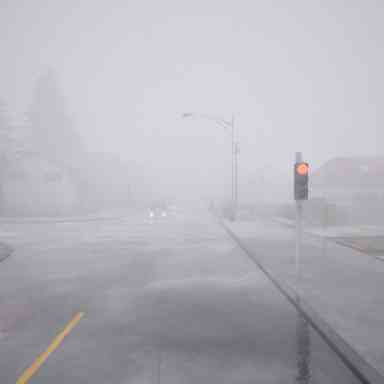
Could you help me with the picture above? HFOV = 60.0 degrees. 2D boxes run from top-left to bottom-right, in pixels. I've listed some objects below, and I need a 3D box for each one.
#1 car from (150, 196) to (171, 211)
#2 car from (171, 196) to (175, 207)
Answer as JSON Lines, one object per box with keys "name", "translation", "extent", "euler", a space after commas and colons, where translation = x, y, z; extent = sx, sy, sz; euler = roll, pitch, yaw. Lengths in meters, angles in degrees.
{"name": "car", "translation": [-4.093, 1.505, 41.611], "extent": [1.837, 1.490, 4.892], "euler": [0, 0, 0]}
{"name": "car", "translation": [-4.087, 1.525, 50.822], "extent": [1.812, 1.442, 4.674], "euler": [0, 0, 0]}
